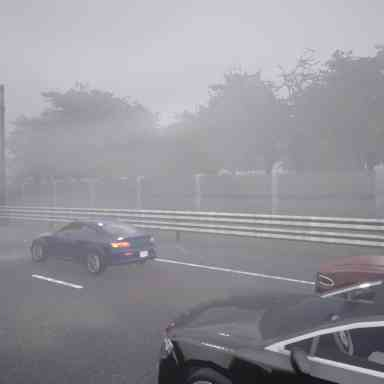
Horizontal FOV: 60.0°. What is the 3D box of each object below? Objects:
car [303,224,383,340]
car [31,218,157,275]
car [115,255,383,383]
[{"bbox_3d":[4.505,1.478,5.070,5.008,1.535,1.882,0,0,35],"label":"car"},{"bbox_3d":[-3.176,1.538,10.460,4.674,1.442,1.812,0,0,36],"label":"car"},{"bbox_3d":[1.876,1.492,2.636,4.902,1.511,2.128,0,0,36],"label":"car"}]
